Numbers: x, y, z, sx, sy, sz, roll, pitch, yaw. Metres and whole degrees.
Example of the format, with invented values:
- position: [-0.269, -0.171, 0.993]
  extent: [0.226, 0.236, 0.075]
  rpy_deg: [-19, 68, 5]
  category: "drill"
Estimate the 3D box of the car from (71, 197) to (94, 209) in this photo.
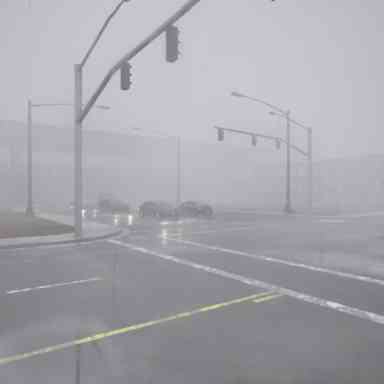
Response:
- position: [-14.279, 1.526, 44.276]
  extent: [1.812, 1.442, 4.674]
  rpy_deg: [0, 0, -32]
  category: "car"

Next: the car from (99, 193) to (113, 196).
- position: [-15.043, 1.225, 58.848]
  extent: [2.150, 2.045, 5.566]
  rpy_deg: [0, 0, 0]
  category: "car"

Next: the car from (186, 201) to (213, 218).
- position: [0.021, 1.526, 30.675]
  extent: [1.812, 1.442, 4.674]
  rpy_deg: [0, 0, -36]
  category: "car"

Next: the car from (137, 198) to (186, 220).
- position: [-2.903, 1.505, 28.414]
  extent: [1.837, 1.490, 4.892]
  rpy_deg: [0, 0, -36]
  category: "car"

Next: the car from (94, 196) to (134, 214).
- position: [-8.481, 1.478, 35.987]
  extent: [1.882, 1.535, 5.008]
  rpy_deg: [0, 0, -36]
  category: "car"

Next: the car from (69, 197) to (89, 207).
- position: [-18.322, 1.547, 54.154]
  extent: [2.033, 1.411, 5.357]
  rpy_deg: [0, 0, -8]
  category: "car"
